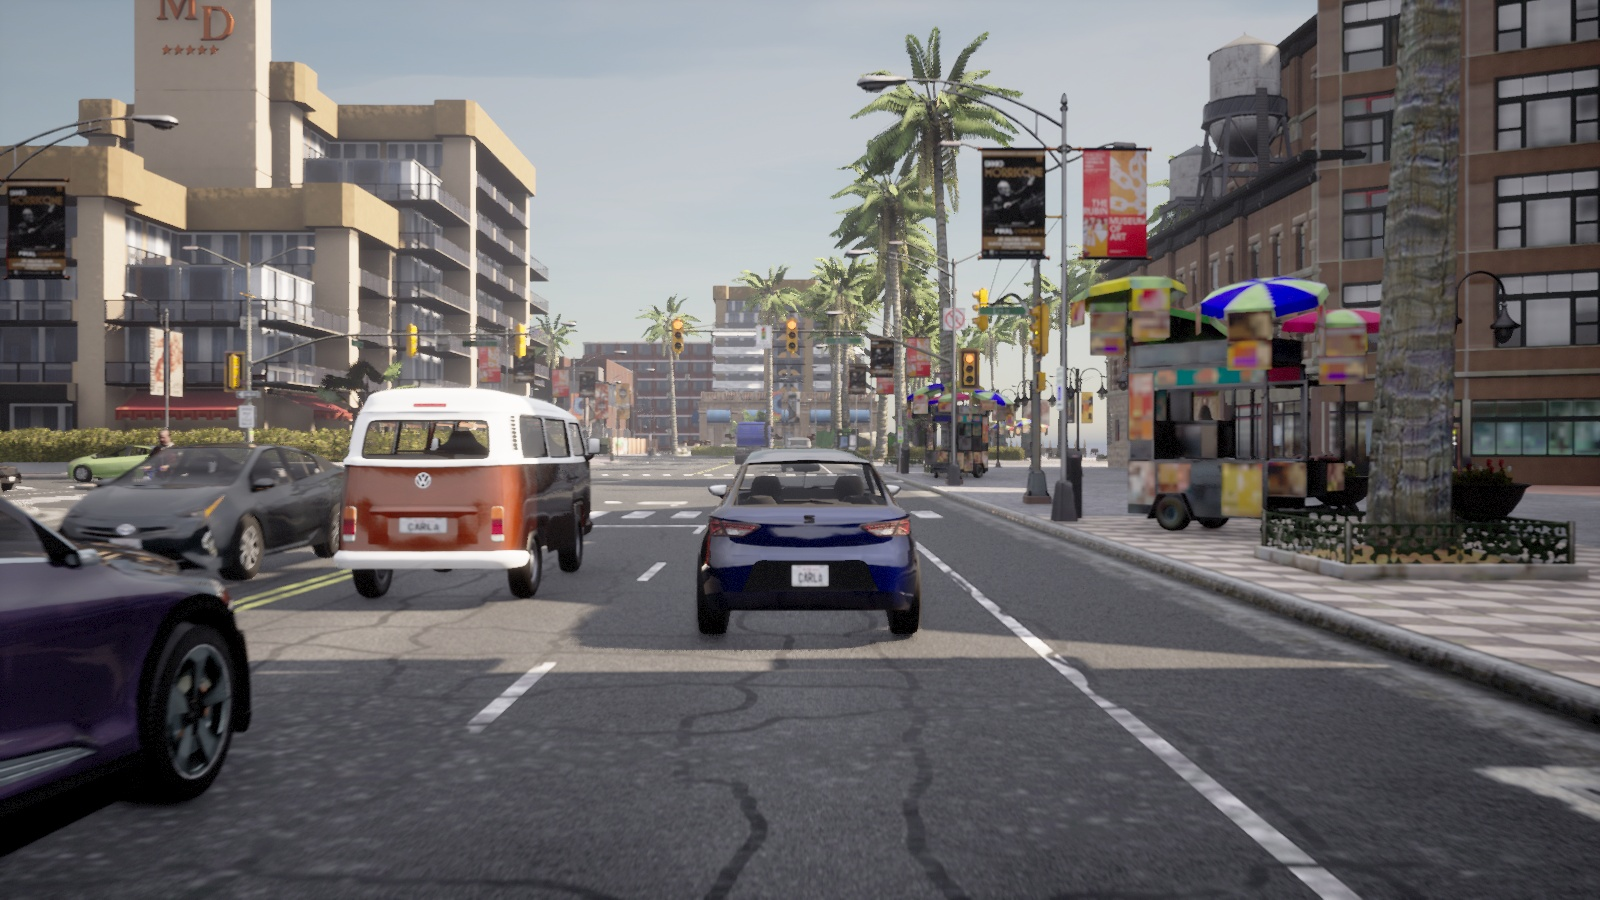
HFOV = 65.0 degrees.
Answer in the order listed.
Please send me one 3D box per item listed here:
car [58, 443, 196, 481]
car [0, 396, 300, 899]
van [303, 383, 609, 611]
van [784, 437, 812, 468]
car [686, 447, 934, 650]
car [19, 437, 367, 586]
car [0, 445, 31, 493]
[{"bbox_3d":[-27.266,0.465,50.964,4.514,1.525,2.007,0,0,-1],"label":"car"},{"bbox_3d":[-3.488,0.656,3.745,2.033,1.649,4.856,0,-1,0],"label":"car"},{"bbox_3d":[-3.427,0.413,13.502,2.069,2.038,4.480,0,0,0],"label":"van"},{"bbox_3d":[-0.136,0.168,82.216,1.775,1.987,4.442,0,0,-1],"label":"van"},{"bbox_3d":[0.047,0.715,11.298,1.816,1.474,4.193,0,0,-1],"label":"car"},{"bbox_3d":[-6.998,0.627,15.122,2.007,1.525,4.514,0,0,0],"label":"car"},{"bbox_3d":[-26.830,0.580,39.482,4.193,1.474,1.816,0,0,0],"label":"car"}]
